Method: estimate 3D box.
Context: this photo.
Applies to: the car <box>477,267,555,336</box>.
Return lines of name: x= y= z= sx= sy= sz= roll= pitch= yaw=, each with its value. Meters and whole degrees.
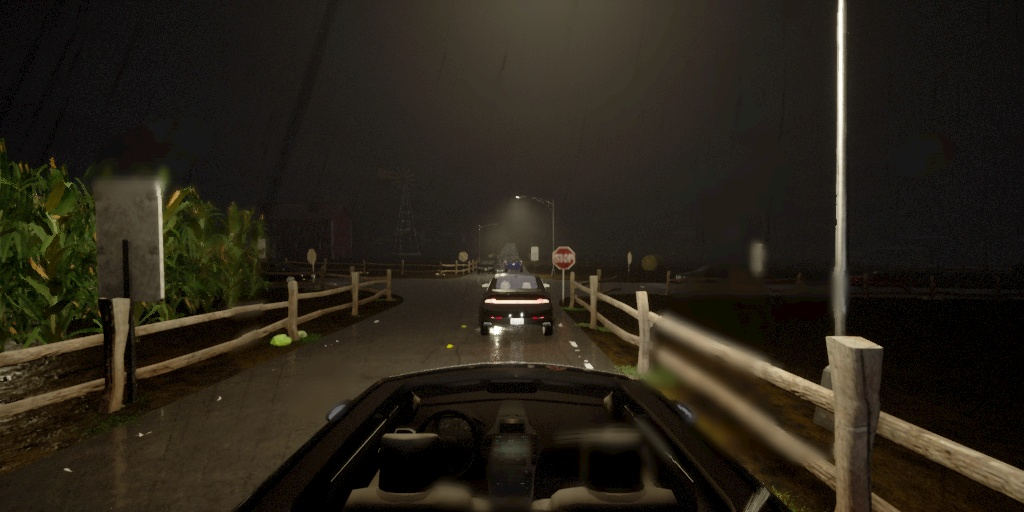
car: x=0.117 y=1.234 z=10.381 sx=2.128 sy=1.511 sz=4.902 roll=0 pitch=0 yaw=0

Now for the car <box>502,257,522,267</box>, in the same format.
car: x=0.190 y=0.982 z=44.428 sx=2.097 sy=1.767 sz=4.553 roll=0 pitch=1 yaw=0

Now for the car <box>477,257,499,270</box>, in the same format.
car: x=-2.761 y=1.152 z=40.250 sx=1.882 sy=1.535 sz=5.008 roll=0 pitch=0 yaw=0

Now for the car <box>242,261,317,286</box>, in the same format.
car: x=-15.200 y=1.086 z=23.070 sx=4.892 sy=1.490 sz=1.837 roll=1 pitch=2 yaw=-2

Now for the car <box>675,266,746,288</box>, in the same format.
car: x=14.221 y=1.467 z=25.809 sx=4.674 sy=1.442 sz=1.812 roll=1 pitch=2 yaw=0

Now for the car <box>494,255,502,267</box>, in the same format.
car: x=-2.723 y=1.006 z=52.083 sx=1.837 sy=1.490 sz=4.892 roll=0 pitch=2 yaw=0

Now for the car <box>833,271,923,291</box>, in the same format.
car: x=26.141 y=1.738 z=25.751 sx=4.718 sy=1.301 sz=1.895 roll=1 pitch=2 yaw=0
